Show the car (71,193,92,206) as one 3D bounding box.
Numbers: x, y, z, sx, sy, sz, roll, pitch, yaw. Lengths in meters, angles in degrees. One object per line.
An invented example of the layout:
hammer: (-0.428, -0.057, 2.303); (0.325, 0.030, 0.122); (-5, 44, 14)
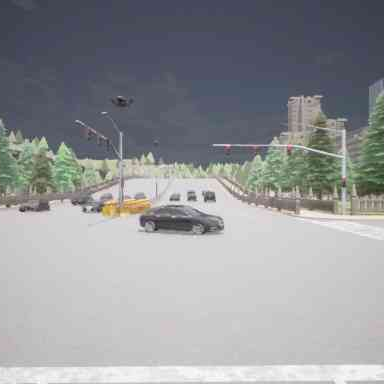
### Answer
car: (-17.608, 1.214, 53.664); (2.150, 2.045, 5.566); (0, 0, 0)

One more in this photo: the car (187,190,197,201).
car: (-0.004, 1.006, 68.057); (1.837, 1.490, 4.892); (0, 4, 0)

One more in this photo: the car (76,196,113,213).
car: (-10.589, 1.490, 36.579); (2.128, 1.511, 4.902); (0, 0, 0)

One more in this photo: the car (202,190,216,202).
car: (3.506, 0.820, 66.341); (2.150, 2.045, 5.566); (0, 3, 0)

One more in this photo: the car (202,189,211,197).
car: (3.343, 0.217, 77.988); (1.812, 1.442, 4.674); (0, 7, 0)

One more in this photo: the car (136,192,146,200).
car: (-10.613, 0.889, 67.308); (2.097, 1.767, 4.553); (0, 3, 0)

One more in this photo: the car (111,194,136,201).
car: (-10.610, 1.351, 51.724); (2.097, 1.767, 4.553); (0, 0, 0)

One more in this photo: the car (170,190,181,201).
car: (-3.509, 1.035, 68.504); (1.994, 1.385, 4.181); (0, 4, 0)

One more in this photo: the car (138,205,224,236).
car: (-0.631, 1.505, 18.327); (4.892, 1.490, 1.837); (0, 1, 26)

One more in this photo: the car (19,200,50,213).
car: (-17.597, 1.564, 37.332); (1.994, 1.385, 4.181); (0, 0, 0)

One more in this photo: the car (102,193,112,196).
car: (-17.609, 0.900, 69.119); (1.812, 1.442, 4.674); (0, 3, 0)

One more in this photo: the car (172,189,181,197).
car: (-3.660, 0.229, 78.515); (1.895, 1.301, 4.718); (0, 7, 0)
